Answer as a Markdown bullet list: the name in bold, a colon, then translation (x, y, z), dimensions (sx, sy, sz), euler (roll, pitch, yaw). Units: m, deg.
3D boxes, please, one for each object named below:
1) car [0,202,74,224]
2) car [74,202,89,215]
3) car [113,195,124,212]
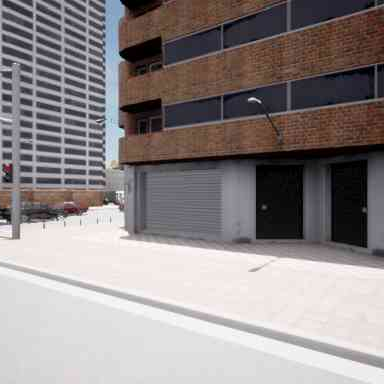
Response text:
- **car**: translation (-11.749, 1.505, 25.028), dimensions (1.837, 1.490, 4.892), euler (0, 0, 35)
- **car**: translation (-12.113, 1.601, 30.943), dimensions (1.895, 1.301, 4.718), euler (0, 0, 35)
- **car**: translation (-6.398, 1.478, 39.046), dimensions (1.882, 1.535, 5.008), euler (0, 0, 35)
